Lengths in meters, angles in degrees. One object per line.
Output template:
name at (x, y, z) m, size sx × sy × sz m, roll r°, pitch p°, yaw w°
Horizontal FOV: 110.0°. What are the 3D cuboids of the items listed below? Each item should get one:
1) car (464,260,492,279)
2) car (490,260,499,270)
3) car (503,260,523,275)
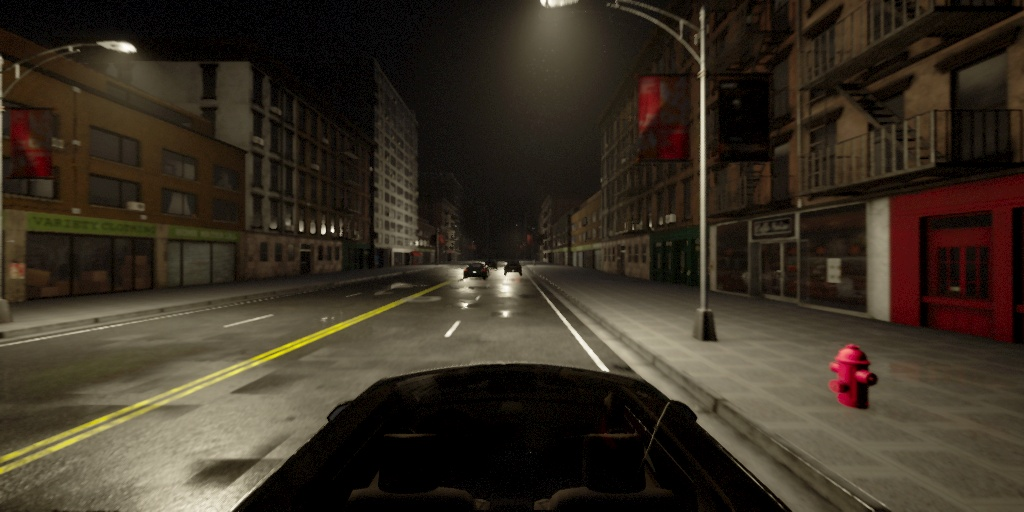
car at (-3.143, 1.315, 32.040) m, size 1.994 × 1.385 × 4.181 m, roll 0°, pitch 0°, yaw 0°
car at (-3.139, 1.264, 53.722) m, size 1.837 × 1.490 × 4.892 m, roll 0°, pitch 0°, yaw 0°
car at (0.107, 1.256, 38.573) m, size 1.837 × 1.490 × 4.892 m, roll 0°, pitch 0°, yaw 0°
